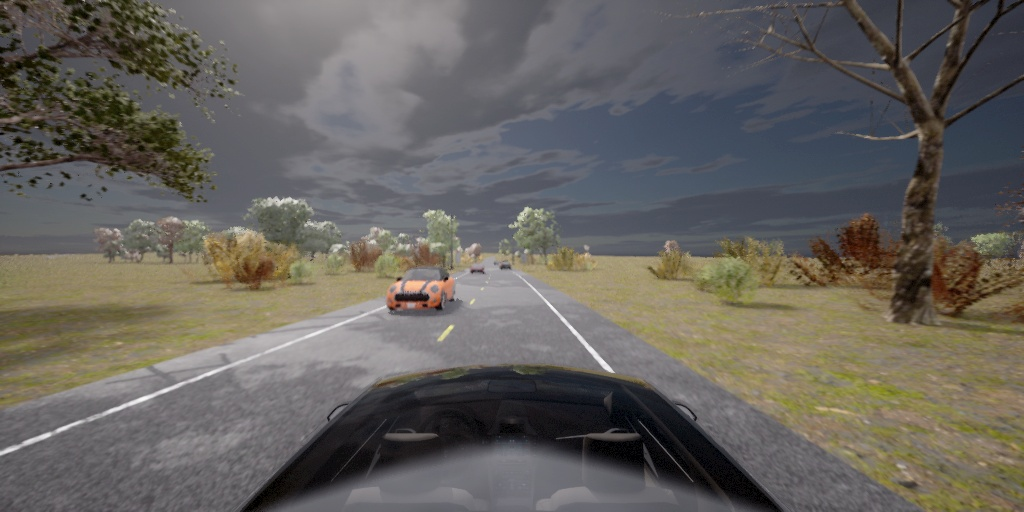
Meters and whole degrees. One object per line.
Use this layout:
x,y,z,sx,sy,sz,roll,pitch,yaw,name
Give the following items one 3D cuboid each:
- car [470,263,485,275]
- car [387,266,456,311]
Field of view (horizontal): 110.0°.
-4.713,1.709,49.181,1.882,1.535,5.008,0,0,-2,car
-3.714,1.250,15.361,2.097,1.767,4.553,0,-1,-1,car
